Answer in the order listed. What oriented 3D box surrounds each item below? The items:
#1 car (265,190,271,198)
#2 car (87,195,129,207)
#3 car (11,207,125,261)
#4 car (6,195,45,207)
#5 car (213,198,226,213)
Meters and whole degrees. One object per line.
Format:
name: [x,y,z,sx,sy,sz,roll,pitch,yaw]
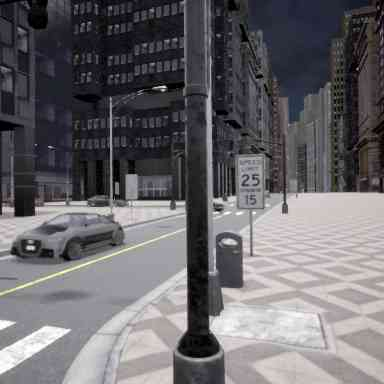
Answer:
car: [14.699,0.442,66.806,1.837,1.490,4.892,-1,1,19]
car: [-9.397,1.091,37.230,4.892,1.490,1.837,-1,-1,19]
car: [-4.146,1.436,11.739,1.994,1.385,4.181,-1,1,19]
car: [-20.502,1.044,41.039,4.553,1.767,2.097,-1,0,19]
car: [1.251,1.157,29.389,1.895,1.301,4.718,-1,1,-18]
